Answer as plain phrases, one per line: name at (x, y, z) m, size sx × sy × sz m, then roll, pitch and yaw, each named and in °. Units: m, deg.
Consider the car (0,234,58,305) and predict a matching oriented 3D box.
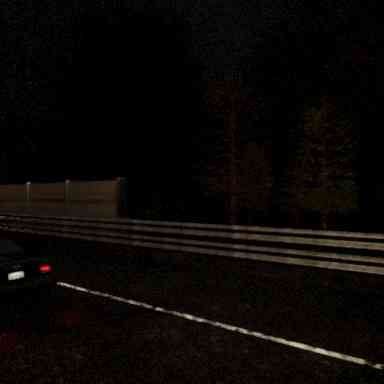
car at (-5.293, 1.611, 7.593) m, size 5.357 × 1.411 × 2.033 m, roll -1°, pitch 0°, yaw 35°
